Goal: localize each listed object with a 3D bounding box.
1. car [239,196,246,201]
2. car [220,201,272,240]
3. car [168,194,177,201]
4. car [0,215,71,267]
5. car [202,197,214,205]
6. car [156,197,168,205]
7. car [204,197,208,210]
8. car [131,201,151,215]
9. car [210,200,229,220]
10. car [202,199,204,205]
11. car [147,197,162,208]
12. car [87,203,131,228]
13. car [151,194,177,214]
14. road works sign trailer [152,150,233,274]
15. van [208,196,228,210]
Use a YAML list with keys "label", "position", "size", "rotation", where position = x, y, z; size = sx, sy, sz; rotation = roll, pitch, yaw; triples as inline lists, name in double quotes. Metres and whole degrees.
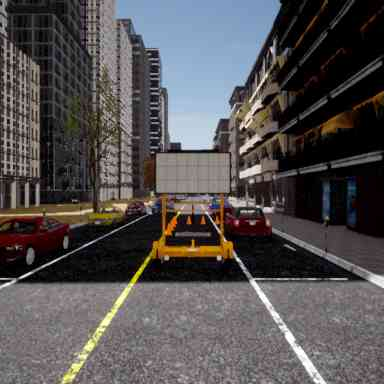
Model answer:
- label: "car"
  position: [13.661, 1.413, 80.552]
  size: [4.403, 1.369, 2.008]
  rotation: [-1, 1, 0]
- label: "car"
  position: [2.737, 1.444, 16.916]
  size: [1.967, 1.590, 4.097]
  rotation: [0, 0, 0]
- label: "car"
  position: [-5.419, 1.413, 93.591]
  size: [2.192, 1.841, 5.009]
  rotation: [0, 0, 0]
- label: "car"
  position: [-5.660, 1.546, 11.408]
  size: [1.887, 1.381, 4.507]
  rotation: [0, 0, 0]
- label: "car"
  position: [2.867, 1.593, 61.178]
  size: [2.008, 1.369, 4.403]
  rotation: [0, 0, 0]
- label: "car"
  position: [-5.513, 1.587, 61.203]
  size: [1.887, 1.381, 4.507]
  rotation: [0, 0, 0]
- label: "car"
  position: [2.802, 1.460, 39.047]
  size: [1.967, 1.590, 4.097]
  rotation: [0, 0, 0]
- label: "car"
  position: [-5.595, 1.597, 33.540]
  size: [1.802, 1.307, 4.206]
  rotation: [0, 0, 0]
- label: "car"
  position: [2.769, 1.592, 27.982]
  size: [1.802, 1.307, 4.206]
  rotation: [0, 0, 0]
- label: "car"
  position: [2.835, 1.580, 50.112]
  size: [2.008, 1.369, 4.403]
  rotation: [0, 0, 0]
- label: "car"
  position: [-5.546, 1.554, 49.967]
  size: [1.752, 1.417, 4.829]
  rotation: [0, 0, 0]
- label: "car"
  position: [-5.627, 1.532, 22.304]
  size: [1.752, 1.417, 4.829]
  rotation: [0, 0, 0]
- label: "car"
  position: [-2.995, 1.368, 34.846]
  size: [2.097, 1.767, 4.553]
  rotation: [0, 0, 0]
- label: "road works sign trailer"
  position: [0.028, 0.466, 10.594]
  size: [2.380, 3.560, 2.880]
  rotation: [0, 0, 0]
- label: "van"
  position: [2.786, 1.356, 33.514]
  size: [1.690, 1.788, 3.998]
  rotation: [0, 0, 0]
